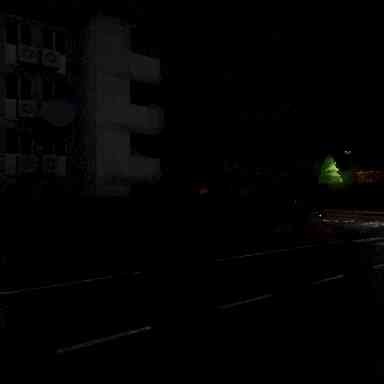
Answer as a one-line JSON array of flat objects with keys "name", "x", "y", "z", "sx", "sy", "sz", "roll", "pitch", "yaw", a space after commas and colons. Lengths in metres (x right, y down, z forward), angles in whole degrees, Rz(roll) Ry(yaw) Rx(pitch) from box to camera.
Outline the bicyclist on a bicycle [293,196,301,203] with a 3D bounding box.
[{"name": "bicyclist on a bicycle", "x": 12.514, "y": 1.286, "z": 39.540, "sx": 1.656, "sy": 1.620, "sz": 0.582, "roll": 0, "pitch": 0, "yaw": -36}]

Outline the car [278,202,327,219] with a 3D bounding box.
[{"name": "car", "x": 9.154, "y": 1.584, "z": 28.770, "sx": 1.895, "sy": 1.301, "sz": 4.718, "roll": 0, "pitch": 0, "yaw": -35}]
